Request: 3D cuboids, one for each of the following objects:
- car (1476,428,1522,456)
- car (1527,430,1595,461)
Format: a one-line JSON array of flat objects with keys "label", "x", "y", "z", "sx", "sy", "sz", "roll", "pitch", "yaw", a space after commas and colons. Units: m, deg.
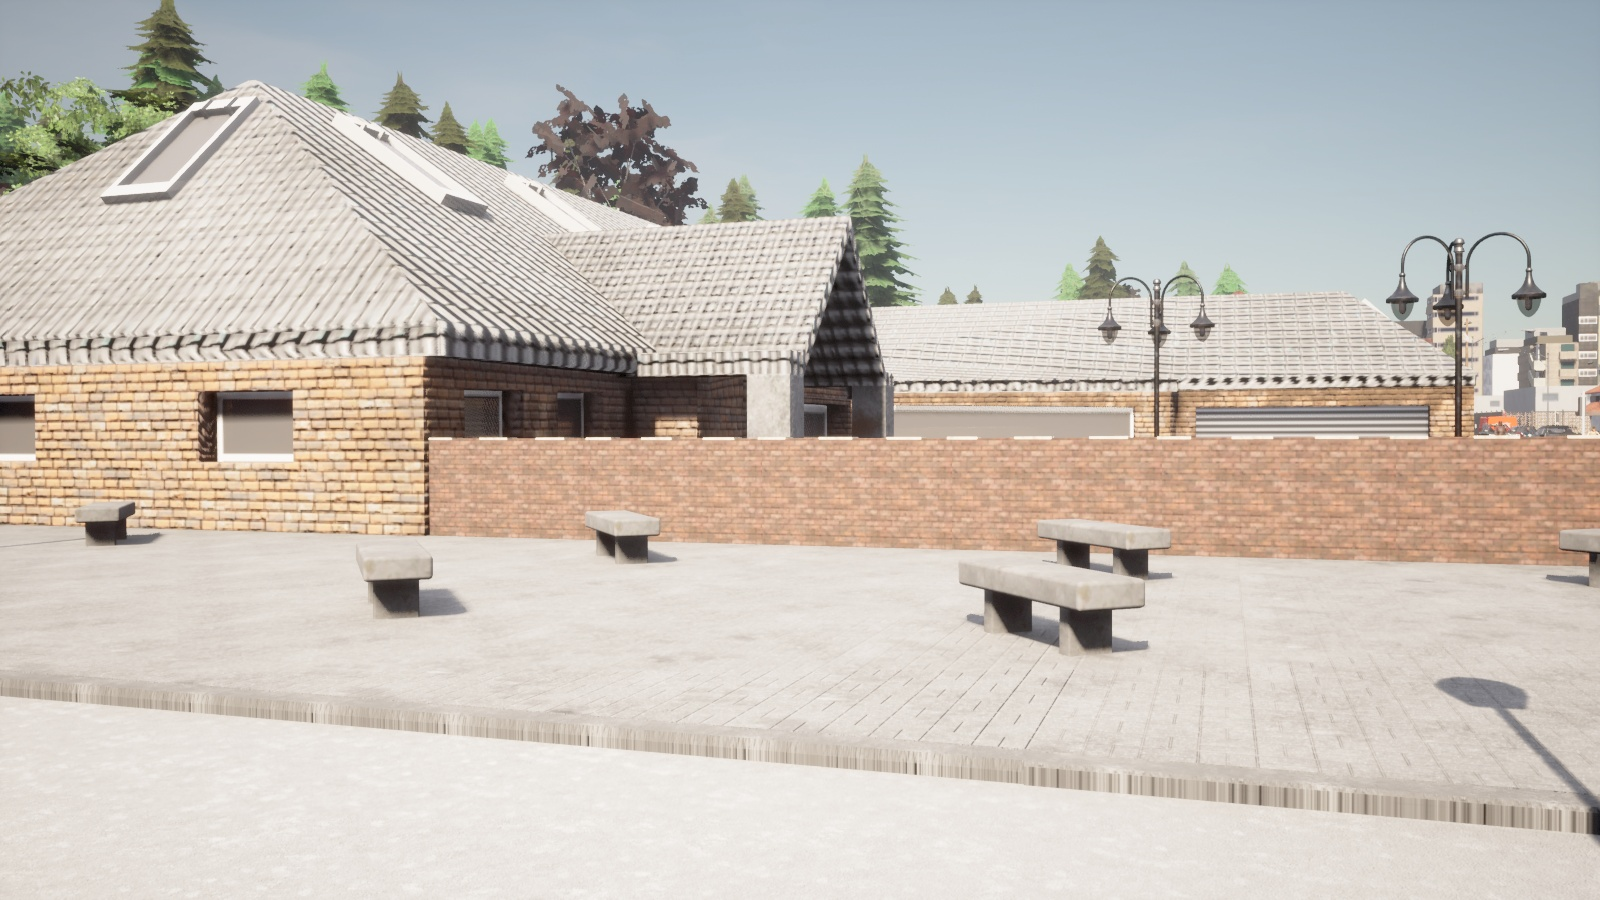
[{"label": "car", "x": 47.662, "y": -0.551, "z": 85.748, "sx": 1.932, "sy": 1.855, "sz": 4.605, "roll": 1, "pitch": 1, "yaw": 18}, {"label": "car", "x": 42.318, "y": -0.290, "z": 69.938, "sx": 2.242, "sy": 1.667, "sz": 4.611, "roll": 1, "pitch": 1, "yaw": 19}]
